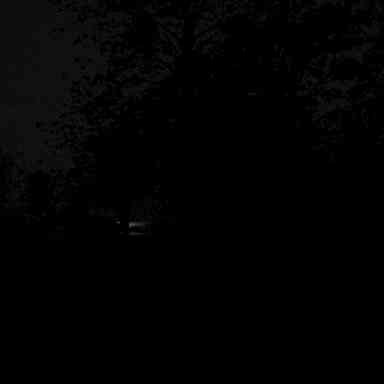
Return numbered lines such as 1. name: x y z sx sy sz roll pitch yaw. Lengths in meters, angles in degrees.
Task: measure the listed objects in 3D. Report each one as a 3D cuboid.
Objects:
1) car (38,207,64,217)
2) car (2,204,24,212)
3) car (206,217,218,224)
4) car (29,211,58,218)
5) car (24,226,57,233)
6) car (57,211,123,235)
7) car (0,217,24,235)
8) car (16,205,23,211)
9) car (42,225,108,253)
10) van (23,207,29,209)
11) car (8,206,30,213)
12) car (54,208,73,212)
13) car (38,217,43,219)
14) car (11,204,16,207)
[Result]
1. car: -30.017 4.268 71.085 1.946 1.575 5.366 0 1 19
2. car: -44.106 3.961 82.227 2.185 1.767 4.553 1 1 19
3. car: 3.075 4.537 52.279 1.895 1.301 4.718 0 -2 -18
4. car: -21.024 4.256 47.002 5.566 2.045 2.435 0 0 17
5. car: -13.060 4.440 29.479 5.566 2.045 2.435 1 1 17
6. car: -7.369 2.451 25.375 1.812 1.442 4.674 1 -4 39
7. car: -24.553 4.257 42.293 5.566 2.045 2.435 0 0 17
8. car: -37.097 4.179 76.552 2.097 1.535 5.008 1 1 19
9. car: -11.173 4.440 31.889 5.566 2.045 2.435 1 1 17
10. van: -34.796 3.987 74.551 1.878 1.987 4.442 1 1 19
11. car: -41.786 4.158 80.315 2.002 1.452 4.674 0 1 19
12. car: -25.381 4.086 67.123 2.435 2.045 5.566 1 1 19
13. car: -22.761 4.537 44.658 4.792 1.488 2.163 0 0 17
14. car: -39.462 4.023 78.401 2.185 1.767 4.553 0 1 19
